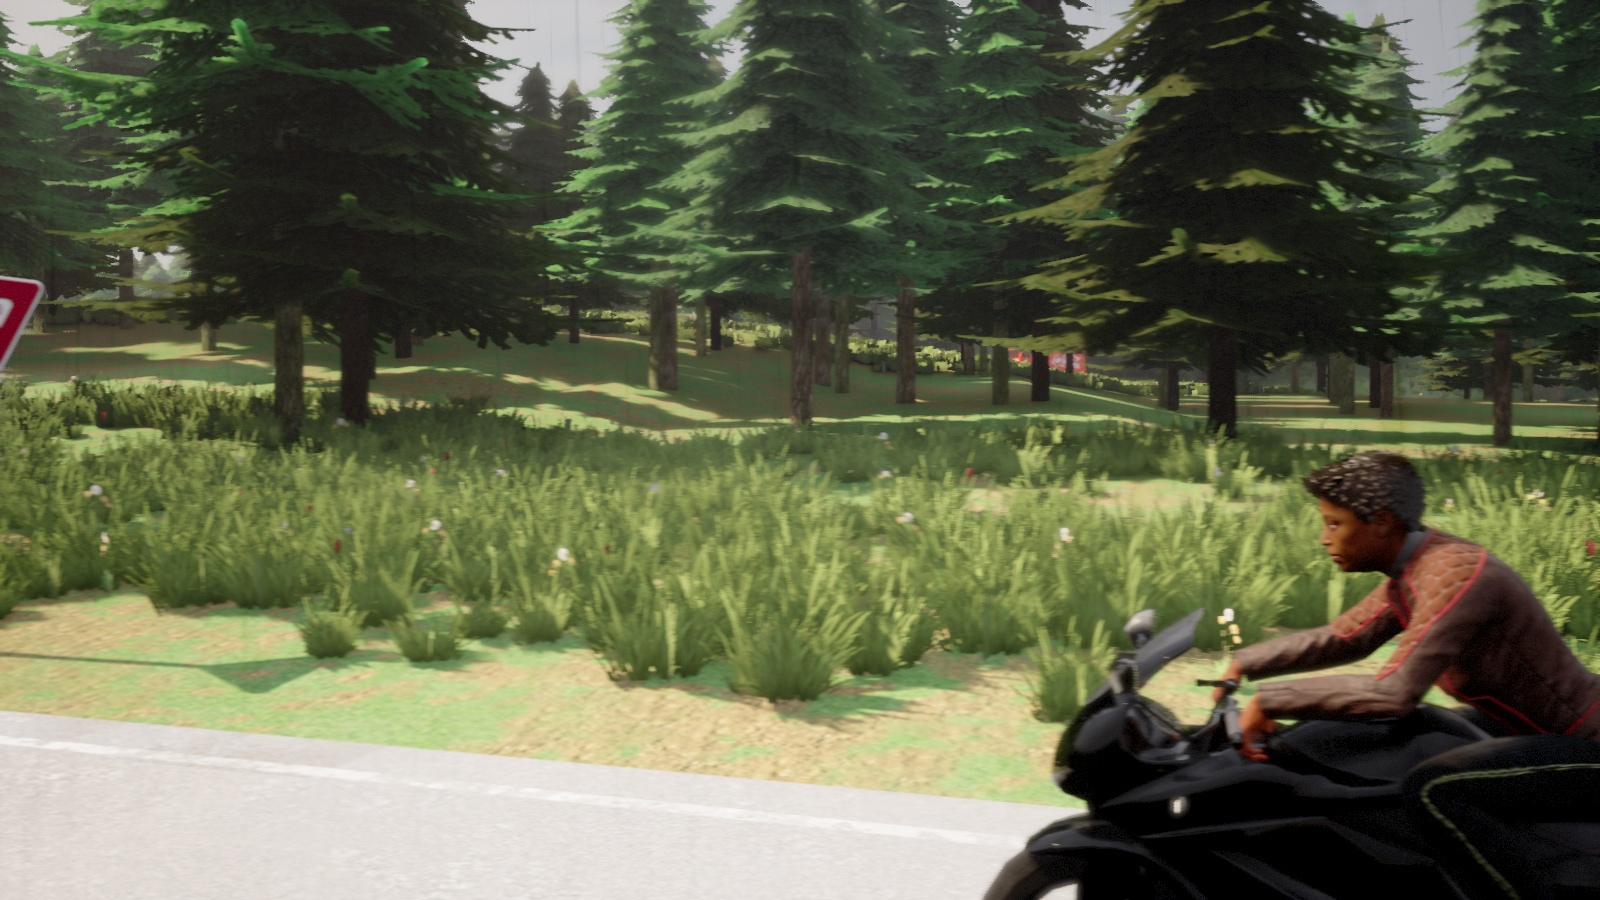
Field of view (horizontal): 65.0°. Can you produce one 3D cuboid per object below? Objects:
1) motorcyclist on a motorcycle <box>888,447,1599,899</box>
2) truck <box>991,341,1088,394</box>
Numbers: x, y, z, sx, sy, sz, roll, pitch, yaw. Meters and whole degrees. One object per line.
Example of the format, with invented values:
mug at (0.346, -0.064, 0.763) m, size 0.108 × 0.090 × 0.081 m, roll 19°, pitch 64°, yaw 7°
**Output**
motorcyclist on a motorcycle at (1.287, 0.769, 2.758) m, size 2.044 × 1.523 × 0.797 m, roll 1°, pitch 1°, yaw 19°
truck at (14.337, -4.877, 75.097) m, size 5.204 × 2.467 × 2.627 m, roll 5°, pitch -2°, yaw -32°
